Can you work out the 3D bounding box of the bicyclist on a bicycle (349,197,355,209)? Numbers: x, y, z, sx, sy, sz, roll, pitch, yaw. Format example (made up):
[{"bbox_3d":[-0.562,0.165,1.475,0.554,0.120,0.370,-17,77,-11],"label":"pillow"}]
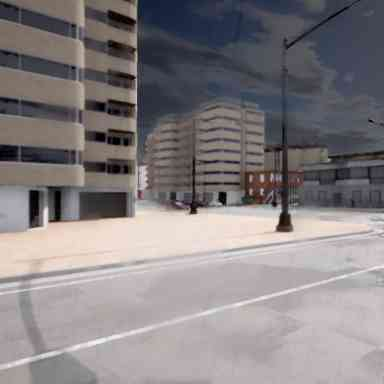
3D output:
[{"bbox_3d":[23.436,1.630,48.728,1.656,1.620,0.582,0,-1,-37],"label":"bicyclist on a bicycle"}]

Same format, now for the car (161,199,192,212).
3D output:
[{"bbox_3d":[-2.199,2.158,49.627,1.812,1.442,4.674,0,-1,-37],"label":"car"}]

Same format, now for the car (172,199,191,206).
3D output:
[{"bbox_3d":[-2.284,2.312,73.211,1.812,1.442,4.674,0,0,-37],"label":"car"}]

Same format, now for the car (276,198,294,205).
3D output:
[{"bbox_3d":[19.498,1.932,69.972,1.970,1.475,3.806,0,-1,-37],"label":"car"}]

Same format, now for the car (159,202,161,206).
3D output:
[{"bbox_3d":[-5.083,2.319,71.111,2.033,1.411,5.357,0,0,-37],"label":"car"}]

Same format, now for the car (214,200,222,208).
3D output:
[{"bbox_3d":[3.937,2.372,65.007,1.812,1.442,4.674,0,-1,-36],"label":"car"}]

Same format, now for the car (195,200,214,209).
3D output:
[{"bbox_3d":[1.328,2.336,62.645,1.837,1.490,4.892,0,-1,-36],"label":"car"}]
